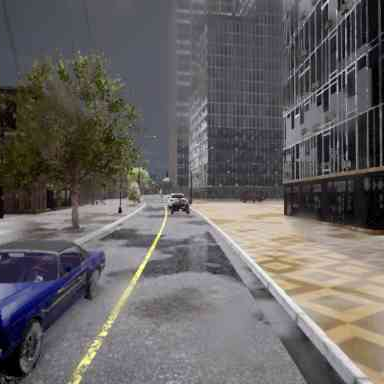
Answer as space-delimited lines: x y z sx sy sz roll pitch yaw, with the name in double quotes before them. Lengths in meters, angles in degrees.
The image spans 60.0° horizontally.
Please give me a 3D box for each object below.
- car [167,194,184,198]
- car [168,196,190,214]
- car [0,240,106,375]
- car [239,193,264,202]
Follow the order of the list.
"car" -2.082 1.230 44.955 2.150 2.045 5.566 0 0 -6
"car" -1.277 1.513 34.966 1.837 1.490 4.892 0 0 -4
"car" -2.931 1.602 5.684 1.895 1.301 4.718 0 0 -1
"car" 11.931 1.211 66.543 5.009 1.841 2.192 0 -1 13
